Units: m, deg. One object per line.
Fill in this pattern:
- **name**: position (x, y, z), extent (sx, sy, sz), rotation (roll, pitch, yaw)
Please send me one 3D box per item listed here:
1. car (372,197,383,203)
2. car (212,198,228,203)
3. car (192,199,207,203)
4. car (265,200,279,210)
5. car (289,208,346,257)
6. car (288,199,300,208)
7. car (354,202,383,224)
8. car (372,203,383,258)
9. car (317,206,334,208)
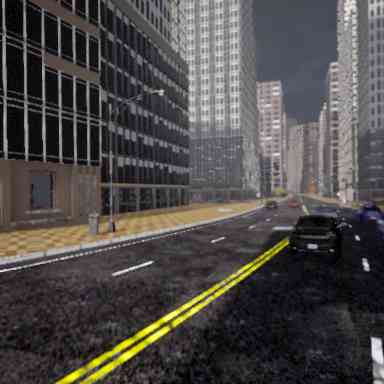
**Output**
- **car**: position (44.326, 2.160, 76.960), extent (5.009, 1.841, 2.192), rotation (0, 0, 19)
- **car**: position (7.427, 2.375, 89.372), extent (4.313, 1.339, 1.947), rotation (0, 0, 19)
- **car**: position (2.056, 2.385, 91.237), extent (4.206, 1.307, 1.802), rotation (0, 0, 19)
- **car**: position (12.860, 2.018, 53.515), extent (1.882, 1.535, 5.008), rotation (-1, -1, 18)
- **car**: position (5.216, 1.646, 13.760), extent (1.837, 1.490, 4.892), rotation (0, 0, 25)
- **car**: position (19.005, 2.074, 61.819), extent (1.882, 1.535, 5.008), rotation (0, -1, 18)
- **car**: position (14.262, 1.772, 26.849), extent (1.812, 1.442, 4.674), rotation (0, 0, 21)
- **car**: position (8.111, 1.466, 12.282), extent (2.097, 1.767, 4.553), rotation (0, -1, 25)
- **car**: position (10.734, 1.806, 26.733), extent (2.033, 1.411, 5.357), rotation (0, -1, 21)
